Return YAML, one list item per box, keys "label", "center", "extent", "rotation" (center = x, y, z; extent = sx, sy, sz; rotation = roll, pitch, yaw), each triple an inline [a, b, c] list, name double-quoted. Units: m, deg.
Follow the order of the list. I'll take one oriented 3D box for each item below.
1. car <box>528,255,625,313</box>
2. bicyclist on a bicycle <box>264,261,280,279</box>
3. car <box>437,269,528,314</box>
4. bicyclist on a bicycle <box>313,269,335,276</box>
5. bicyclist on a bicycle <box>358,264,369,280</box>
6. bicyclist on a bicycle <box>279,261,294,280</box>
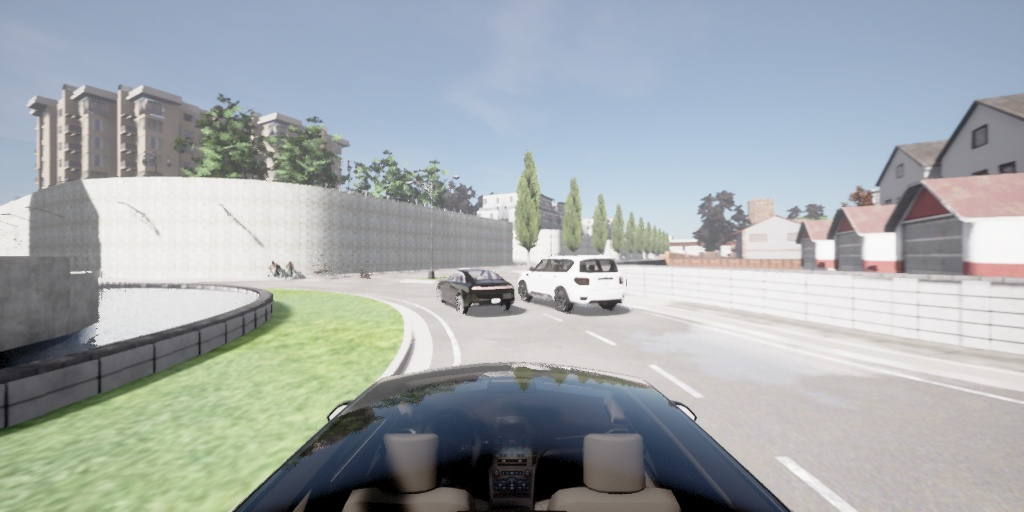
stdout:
- label: "car"
  center: [2.128, 0.991, 14.466]
  extent: [2.150, 2.045, 5.566]
  rotation: [0, 0, -22]
- label: "bicyclist on a bicycle"
  center: [-20.673, 1.188, 31.162]
  extent: [0.582, 1.620, 1.656]
  rotation: [14, 12, 19]
- label: "car"
  center: [-1.578, 1.259, 13.958]
  extent: [2.128, 1.511, 4.902]
  rotation: [0, 0, -26]
- label: "bicyclist on a bicycle"
  center: [-15.814, 1.432, 30.226]
  extent: [1.620, 0.582, 1.656]
  rotation: [7, -2, -23]
- label: "bicyclist on a bicycle"
  center: [-12.848, 1.610, 31.058]
  extent: [1.656, 1.620, 0.582]
  rotation: [26, 37, 31]
- label: "bicyclist on a bicycle"
  center: [-19.287, 1.225, 31.103]
  extent: [0.582, 1.620, 1.656]
  rotation: [10, 3, -13]
